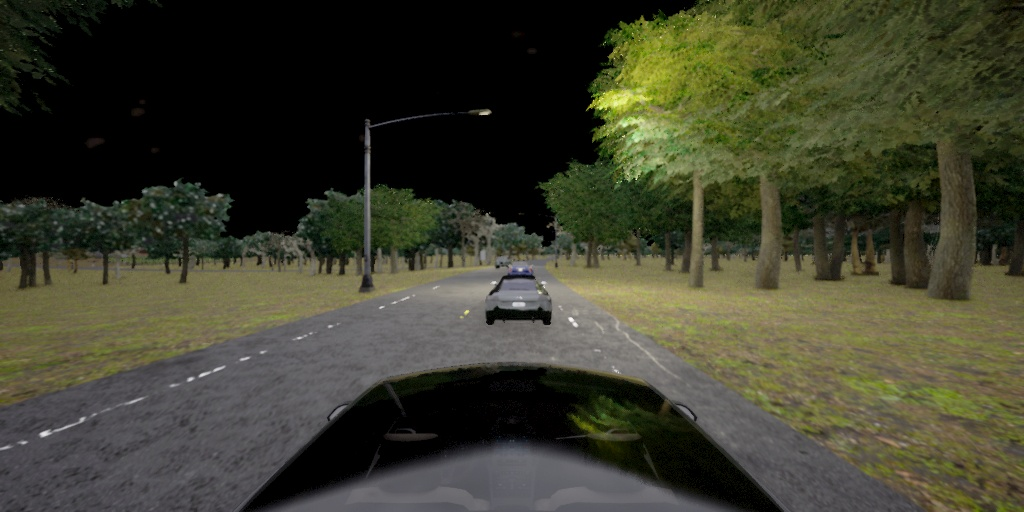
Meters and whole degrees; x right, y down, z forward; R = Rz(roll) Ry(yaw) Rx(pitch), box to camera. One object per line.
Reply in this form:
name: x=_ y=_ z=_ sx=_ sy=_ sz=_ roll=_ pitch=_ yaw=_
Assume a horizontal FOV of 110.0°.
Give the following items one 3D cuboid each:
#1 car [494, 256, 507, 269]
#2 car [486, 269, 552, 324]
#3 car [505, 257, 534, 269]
car: x=-1.460 y=1.066 z=57.492 sx=2.150 sy=2.045 sz=5.566 roll=0 pitch=0 yaw=4
car: x=0.227 y=1.325 z=12.039 sx=1.994 sy=1.385 sz=4.181 roll=0 pitch=0 yaw=1
car: x=0.747 y=1.131 z=30.248 sx=2.097 sy=1.767 sz=4.553 roll=0 pitch=0 yaw=2
